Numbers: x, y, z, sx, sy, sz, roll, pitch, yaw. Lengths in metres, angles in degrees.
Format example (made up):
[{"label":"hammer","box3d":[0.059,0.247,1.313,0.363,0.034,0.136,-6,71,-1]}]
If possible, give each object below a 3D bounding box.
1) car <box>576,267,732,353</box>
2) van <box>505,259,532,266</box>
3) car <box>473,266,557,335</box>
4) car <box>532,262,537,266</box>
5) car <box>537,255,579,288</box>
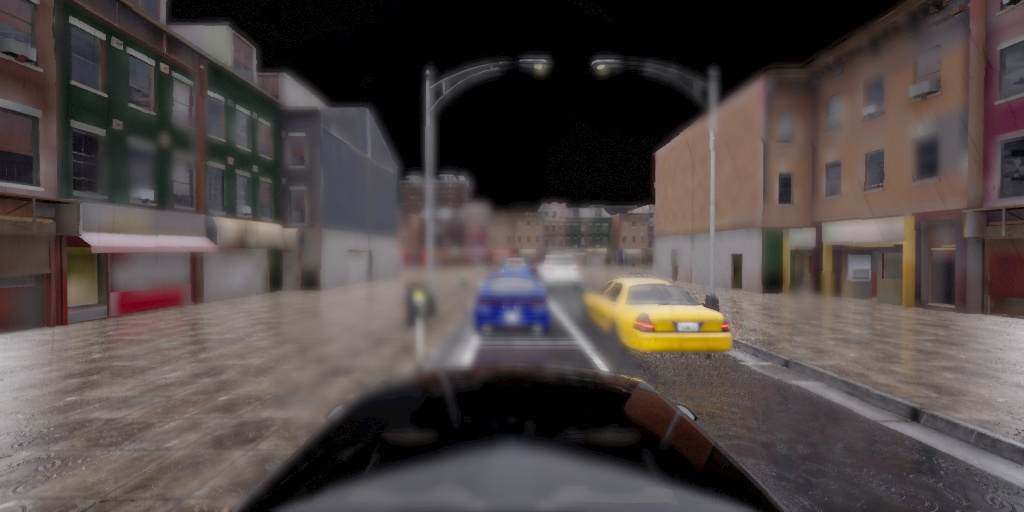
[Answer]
[{"label":"car","box3d":[3.022,1.204,8.721,1.801,1.575,5.366,0,0,0]},{"label":"van","box3d":[0.382,1.095,27.349,1.690,1.789,3.998,0,0,0]},{"label":"car","box3d":[0.006,1.227,10.501,1.882,1.535,5.008,0,0,0]},{"label":"car","box3d":[3.088,1.325,38.908,1.994,1.385,4.181,0,0,0]},{"label":"car","box3d":[3.084,0.976,23.555,2.150,2.045,5.566,0,0,0]}]
